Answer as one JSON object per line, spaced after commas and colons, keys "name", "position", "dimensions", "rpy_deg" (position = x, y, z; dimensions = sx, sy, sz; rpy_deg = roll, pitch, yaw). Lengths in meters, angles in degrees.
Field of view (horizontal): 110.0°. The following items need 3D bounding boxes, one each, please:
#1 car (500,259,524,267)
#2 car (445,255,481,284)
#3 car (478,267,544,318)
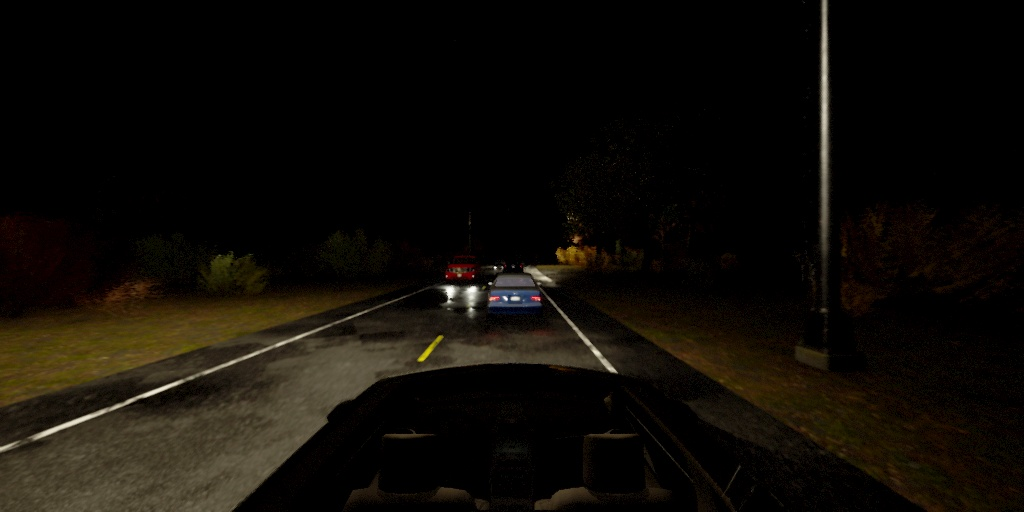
{"name": "car", "position": [0.156, 1.106, 37.607], "dimensions": [2.097, 1.767, 4.553], "rpy_deg": [0, 0, 1]}
{"name": "car", "position": [-3.602, 0.976, 27.374], "dimensions": [2.150, 2.045, 5.566], "rpy_deg": [0, 0, 0]}
{"name": "car", "position": [0.095, 1.298, 13.019], "dimensions": [2.033, 1.411, 5.357], "rpy_deg": [0, 0, 0]}
